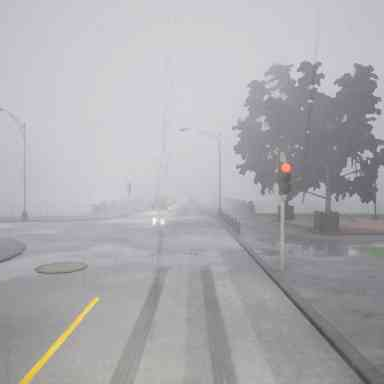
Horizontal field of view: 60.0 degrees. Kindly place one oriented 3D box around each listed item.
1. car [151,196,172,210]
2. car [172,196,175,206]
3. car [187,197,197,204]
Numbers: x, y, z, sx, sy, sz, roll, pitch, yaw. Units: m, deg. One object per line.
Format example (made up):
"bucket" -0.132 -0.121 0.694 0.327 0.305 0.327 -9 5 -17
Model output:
"car" -4.063 1.491 42.224 2.128 1.511 4.902 0 0 0
"car" -4.048 1.477 51.771 1.882 1.535 5.008 0 0 0
"car" 0.054 1.547 61.659 2.033 1.411 5.357 0 0 0
